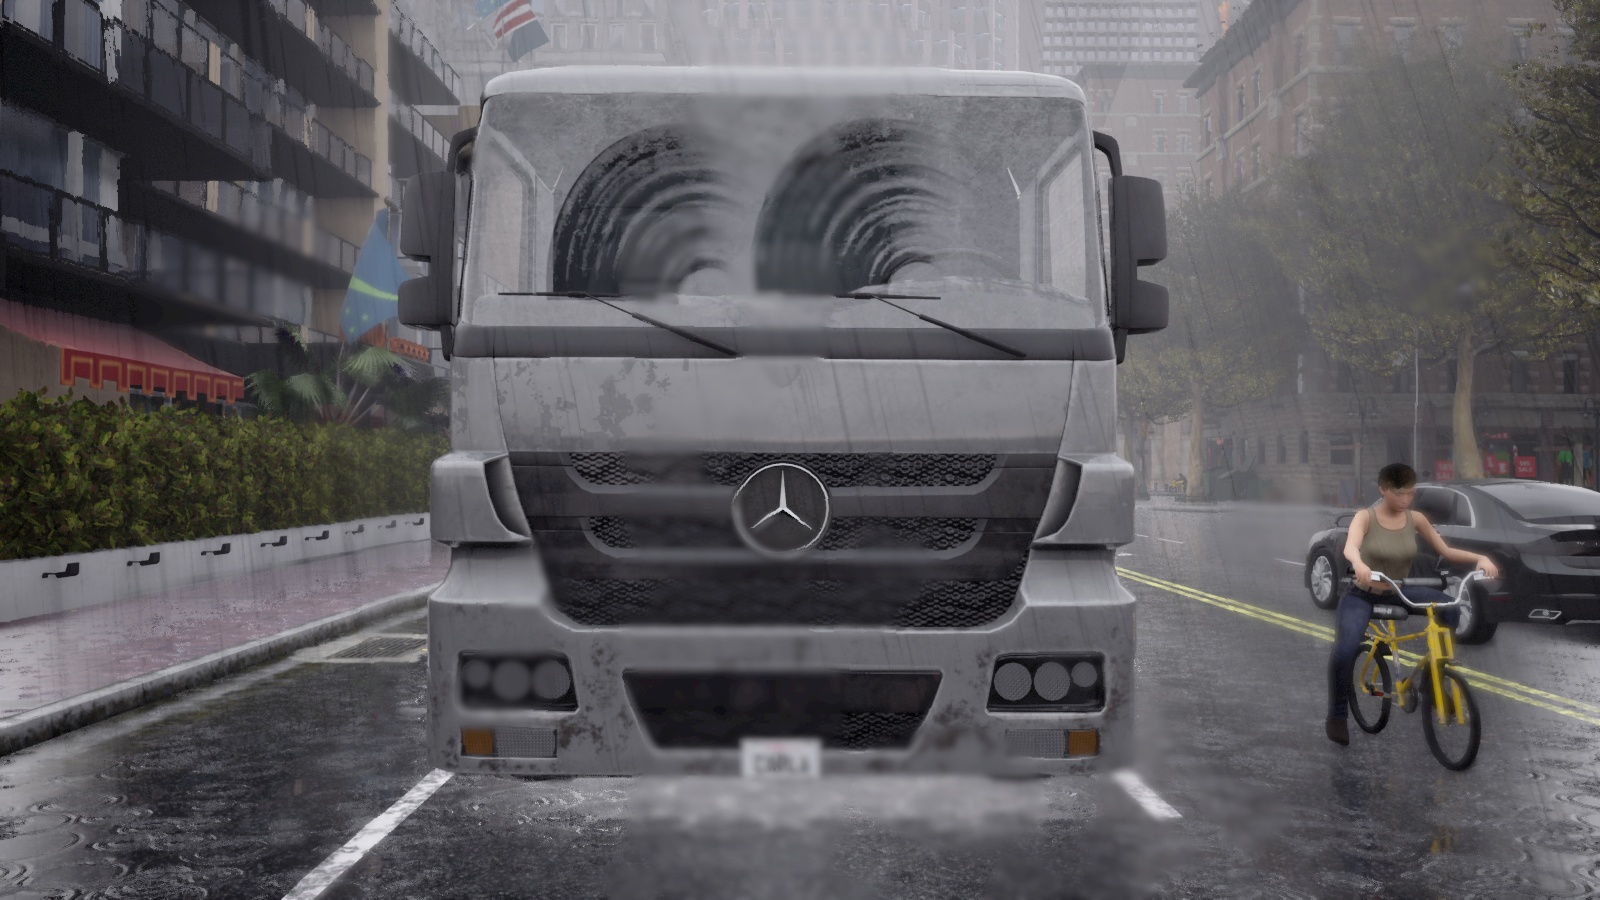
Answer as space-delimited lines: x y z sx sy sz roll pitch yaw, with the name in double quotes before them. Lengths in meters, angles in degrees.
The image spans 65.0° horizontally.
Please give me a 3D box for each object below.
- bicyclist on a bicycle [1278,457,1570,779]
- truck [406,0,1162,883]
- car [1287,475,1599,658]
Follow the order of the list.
"bicyclist on a bicycle" 3.422 0.856 7.063 0.866 1.612 1.509 0 -1 0
"truck" -0.100 -0.020 8.798 2.891 3.462 7.936 0 -1 -1
"car" 6.867 1.007 12.815 1.837 1.490 4.892 0 -1 -1
